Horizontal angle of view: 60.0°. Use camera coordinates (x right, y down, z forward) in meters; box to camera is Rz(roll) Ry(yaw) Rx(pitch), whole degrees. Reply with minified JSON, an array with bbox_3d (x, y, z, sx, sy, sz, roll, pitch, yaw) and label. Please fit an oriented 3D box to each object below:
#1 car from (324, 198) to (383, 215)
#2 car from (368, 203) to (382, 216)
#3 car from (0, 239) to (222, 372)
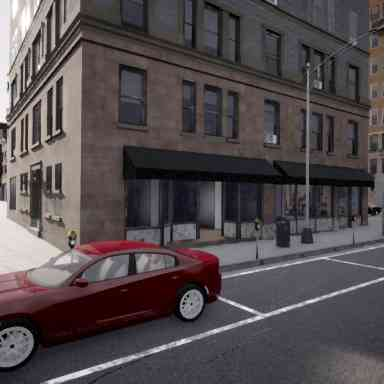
[{"bbox_3d":[16.262,1.411,33.347,2.033,1.411,5.357,1,0,-35],"label":"car"},{"bbox_3d":[14.497,1.444,30.195,1.895,1.301,4.718,1,0,-35],"label":"car"},{"bbox_3d":[-1.536,1.545,5.658,4.507,1.381,1.887,0,1,-35],"label":"car"}]
